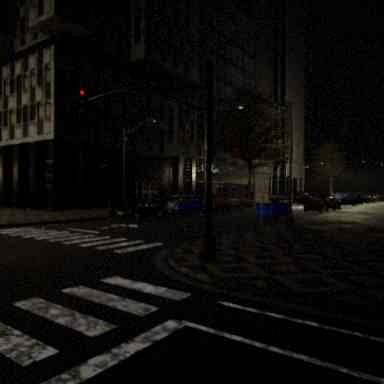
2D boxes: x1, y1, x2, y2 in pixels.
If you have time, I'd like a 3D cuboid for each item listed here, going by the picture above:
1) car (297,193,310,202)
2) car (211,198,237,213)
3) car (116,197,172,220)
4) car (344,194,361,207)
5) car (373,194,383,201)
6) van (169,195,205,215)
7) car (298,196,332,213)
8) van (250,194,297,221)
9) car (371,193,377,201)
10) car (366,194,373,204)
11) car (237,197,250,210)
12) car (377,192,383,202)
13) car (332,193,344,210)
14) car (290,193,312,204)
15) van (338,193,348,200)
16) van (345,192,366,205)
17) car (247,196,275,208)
[{"bbox_3d":[17.460,1.269,50.834,2.128,1.511,4.902,0,0,36],"label":"car"},{"bbox_3d":[2.548,1.320,34.831,1.752,1.417,4.829,1,0,36],"label":"car"},{"bbox_3d":[-3.914,1.367,25.848,2.008,1.369,4.403,1,0,36],"label":"car"},{"bbox_3d":[22.693,1.360,48.239,1.887,1.381,4.507,1,0,36],"label":"car"},{"bbox_3d":[42.478,1.293,75.745,1.752,1.417,4.829,1,0,36],"label":"car"},{"bbox_3d":[-0.632,1.146,30.407,1.690,1.788,3.998,1,0,36],"label":"van"},{"bbox_3d":[12.850,1.426,34.555,1.802,1.307,4.206,1,0,36],"label":"car"},{"bbox_3d":[6.289,1.206,25.431,1.690,1.788,3.998,1,0,36],"label":"van"},{"bbox_3d":[32.536,1.341,61.923,2.008,1.369,4.403,1,0,36],"label":"car"},{"bbox_3d":[29.255,1.349,57.362,2.008,1.369,4.403,1,0,36],"label":"car"},{"bbox_3d":[5.829,1.310,39.393,1.752,1.417,4.829,1,0,36],"label":"car"},{"bbox_3d":[39.098,1.215,71.045,1.967,1.590,4.097,1,0,36],"label":"car"},{"bbox_3d":[16.132,1.274,39.116,1.967,1.590,4.097,1,0,36],"label":"car"},{"bbox_3d":[19.052,1.062,57.773,2.192,1.841,5.009,1,0,36],"label":"car"},{"bbox_3d":[38.736,1.043,85.140,1.690,1.788,3.998,1,0,36],"label":"van"},{"bbox_3d":[25.975,1.148,52.799,1.690,1.788,3.998,1,0,36],"label":"van"},{"bbox_3d":[9.209,1.325,44.092,2.008,1.369,4.403,1,0,36],"label":"car"}]
